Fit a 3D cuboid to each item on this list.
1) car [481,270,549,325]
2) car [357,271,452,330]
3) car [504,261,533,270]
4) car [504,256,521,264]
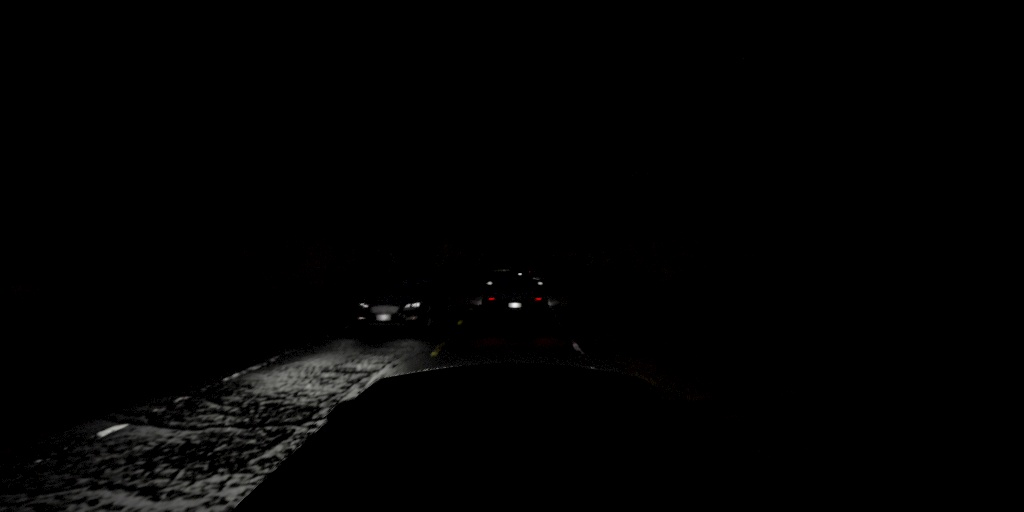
[{"bbox_3d":[0.099,1.321,11.840,1.994,1.385,4.181,0,0,1],"label":"car"},{"bbox_3d":[-3.109,1.239,11.230,2.128,1.511,4.902,0,0,1],"label":"car"},{"bbox_3d":[0.736,1.330,28.836,1.994,1.385,4.181,0,0,3],"label":"car"},{"bbox_3d":[0.226,1.093,55.877,2.150,2.045,5.566,0,0,8],"label":"car"}]
